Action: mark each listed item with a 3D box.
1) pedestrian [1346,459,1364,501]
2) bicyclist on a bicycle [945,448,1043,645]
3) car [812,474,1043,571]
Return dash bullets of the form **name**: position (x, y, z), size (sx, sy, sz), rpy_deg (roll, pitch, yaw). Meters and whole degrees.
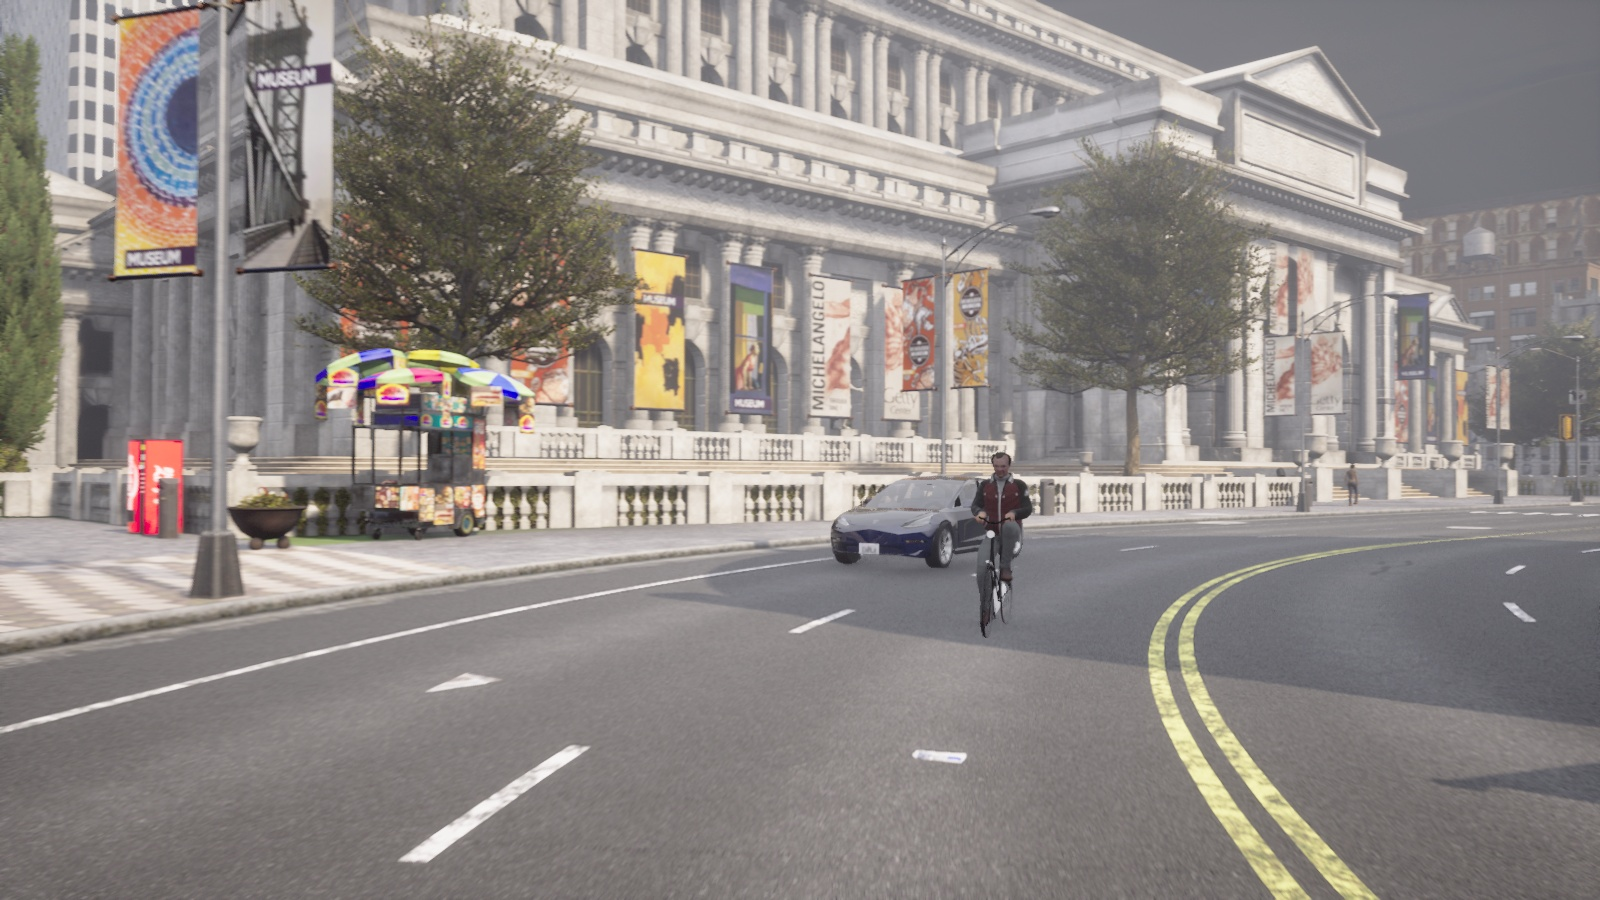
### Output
- **pedestrian**: position (23.951, 1.305, 54.197), size (0.869, 1.805, 0.328), rpy_deg (1, -1, -41)
- **bicyclist on a bicycle**: position (1.933, 0.885, 12.305), size (0.659, 1.776, 1.843), rpy_deg (0, -1, 18)
- **car**: position (2.376, 1.177, 22.083), size (2.163, 1.488, 4.792), rpy_deg (-1, -1, 31)
